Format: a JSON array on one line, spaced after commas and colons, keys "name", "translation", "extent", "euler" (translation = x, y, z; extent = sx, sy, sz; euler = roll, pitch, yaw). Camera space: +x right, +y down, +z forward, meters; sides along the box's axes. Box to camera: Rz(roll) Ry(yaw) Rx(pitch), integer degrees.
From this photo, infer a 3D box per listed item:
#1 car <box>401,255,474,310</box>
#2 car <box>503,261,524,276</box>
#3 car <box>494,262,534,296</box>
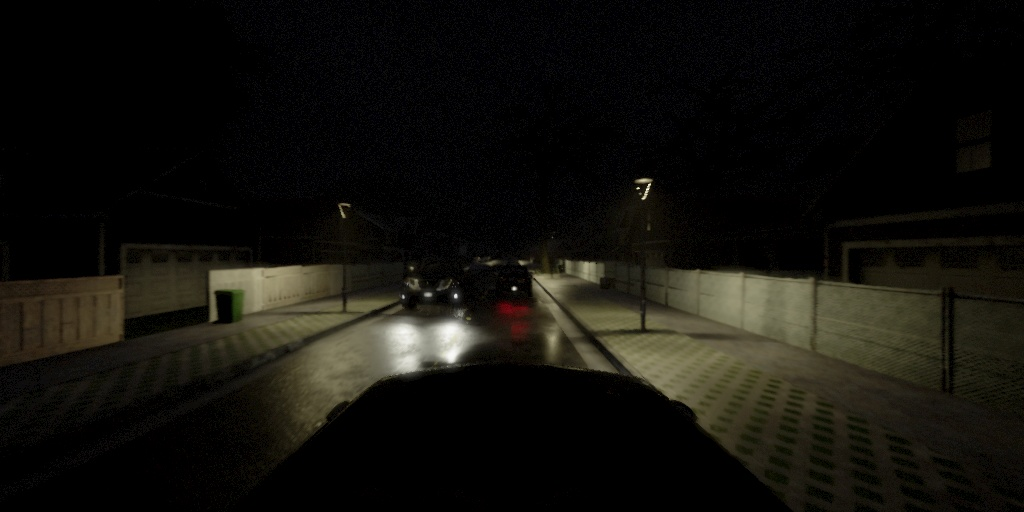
[{"name": "car", "translation": [-2.844, 0.958, 14.934], "extent": [2.150, 2.045, 5.566], "euler": [0, 0, 0]}, {"name": "car", "translation": [0.116, 1.277, 36.779], "extent": [1.994, 1.385, 4.181], "euler": [0, 0, 0]}, {"name": "car", "translation": [0.106, 1.239, 19.024], "extent": [1.837, 1.490, 4.892], "euler": [0, 1, 0]}]
